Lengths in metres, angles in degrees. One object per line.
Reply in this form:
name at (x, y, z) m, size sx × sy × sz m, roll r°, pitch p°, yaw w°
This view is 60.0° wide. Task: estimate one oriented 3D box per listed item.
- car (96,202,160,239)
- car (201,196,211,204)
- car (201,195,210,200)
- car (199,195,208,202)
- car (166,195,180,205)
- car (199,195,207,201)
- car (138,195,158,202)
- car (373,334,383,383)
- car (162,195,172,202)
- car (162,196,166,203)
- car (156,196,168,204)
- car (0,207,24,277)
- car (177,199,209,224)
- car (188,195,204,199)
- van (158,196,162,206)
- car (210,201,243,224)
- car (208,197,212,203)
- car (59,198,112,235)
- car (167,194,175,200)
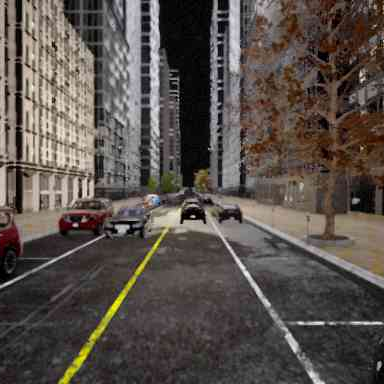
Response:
car at (-3.109, 1.477, 17.217) m, size 2.128 × 1.511 × 4.902 m, roll 0°, pitch 0°, yaw 0°
car at (2.655, 1.463, 64.299) m, size 1.887 × 1.381 × 4.507 m, roll 0°, pitch 0°, yaw 0°
car at (2.658, 1.495, 58.607) m, size 1.947 × 1.339 × 4.313 m, roll 0°, pitch 0°, yaw 0°
car at (2.649, 1.476, 75.684) m, size 1.802 × 1.307 × 4.206 m, roll 0°, pitch 0°, yaw 0°
car at (-3.080, 1.477, 57.693) m, size 2.033 × 1.411 × 5.357 m, roll 0°, pitch 0°, yaw 1°
car at (2.646, 1.426, 81.378) m, size 1.887 × 1.381 × 4.507 m, roll 0°, pitch 0°, yaw 0°
car at (-5.715, 1.397, 41.534) m, size 1.967 × 1.590 × 4.097 m, roll 0°, pitch 0°, yaw 0°
car at (2.686, 1.550, 1.681) m, size 2.008 × 1.369 × 4.403 m, roll 0°, pitch 0°, yaw 0°
car at (-5.731, 1.459, 75.688) m, size 1.947 × 1.339 × 4.313 m, roll 0°, pitch 0°, yaw 0°
car at (-5.720, 1.505, 52.919) m, size 1.947 × 1.339 × 4.313 m, roll 0°, pitch 0°, yaw 0°
car at (-5.726, 1.483, 64.303) m, size 1.947 × 1.339 × 4.313 m, roll 0°, pitch 0°, yaw 0°
car at (-5.699, 1.309, 7.380) m, size 2.192 × 1.841 × 5.009 m, roll 0°, pitch 0°, yaw 0°
car at (0.083, 1.503, 24.739) m, size 1.812 × 1.442 × 4.674 m, roll 0°, pitch 0°, yaw 0°
car at (0.077, 1.502, 42.798) m, size 2.033 × 1.411 × 5.357 m, roll 0°, pitch 0°, yaw 0°
van at (-5.718, 1.289, 47.225) m, size 1.690 × 1.788 × 3.998 m, roll 0°, pitch 0°, yaw 0°
car at (2.675, 1.529, 24.450) m, size 2.008 × 1.369 × 4.403 m, roll 0°, pitch 0°, yaw 0°
car at (2.672, 1.497, 30.314) m, size 1.752 × 1.417 × 4.829 m, roll 0°, pitch 0°, yaw 0°
car at (-5.704, 1.299, 18.765) m, size 2.192 × 1.841 × 5.009 m, roll 0°, pitch 0°, yaw 0°
car at (-5.740, 1.397, 92.764) m, size 1.887 × 1.381 × 4.507 m, roll 0°, pitch 0°, yaw 0°
